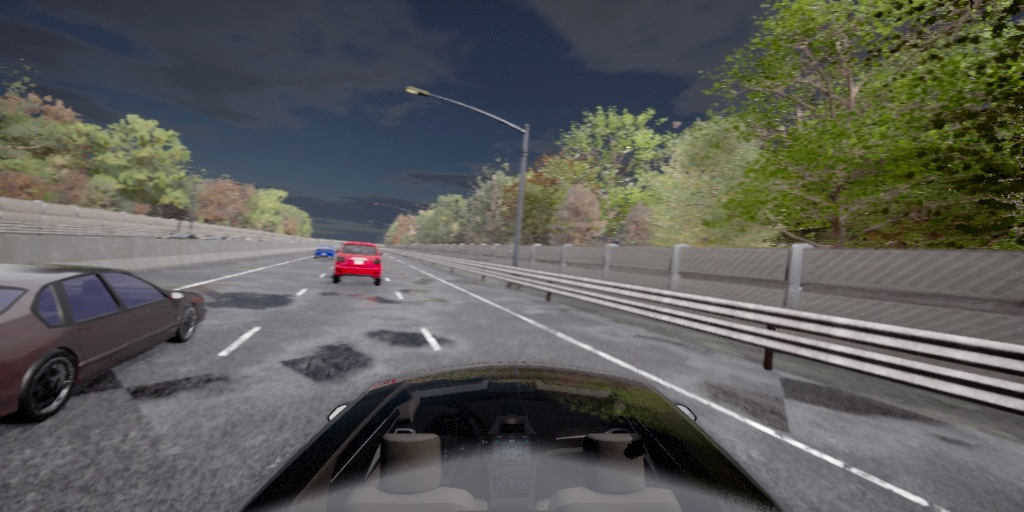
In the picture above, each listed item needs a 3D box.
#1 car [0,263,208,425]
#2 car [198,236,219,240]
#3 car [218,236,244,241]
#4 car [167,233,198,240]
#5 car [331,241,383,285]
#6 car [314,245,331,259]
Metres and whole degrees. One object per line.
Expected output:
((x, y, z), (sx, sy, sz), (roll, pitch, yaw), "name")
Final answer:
((-5.828, 0.804, 4.421), (2.033, 1.411, 5.357), (5, 0, -23), "car")
((-38.865, -1.907, 47.132), (1.812, 1.442, 4.674), (5, 0, -23), "car")
((-33.841, -1.471, 44.069), (1.994, 1.385, 4.181), (5, 0, -22), "car")
((-42.234, -2.256, 46.159), (1.882, 1.535, 5.008), (5, 0, -23), "car")
((-8.151, 0.300, 19.131), (2.150, 2.045, 5.566), (5, 0, -23), "car")
((-20.386, -0.436, 39.357), (1.882, 1.535, 5.008), (5, 0, -23), "car")
